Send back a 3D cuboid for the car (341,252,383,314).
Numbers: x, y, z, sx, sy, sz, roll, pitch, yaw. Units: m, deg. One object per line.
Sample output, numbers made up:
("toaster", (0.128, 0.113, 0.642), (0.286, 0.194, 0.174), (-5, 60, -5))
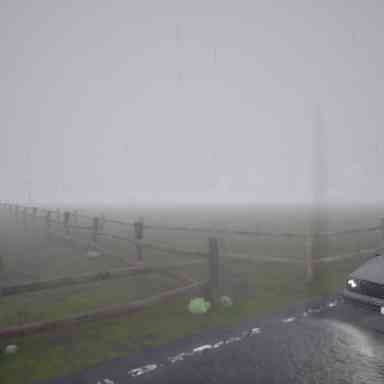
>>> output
("car", (5.344, 1.541, 6.882), (5.357, 1.411, 2.033), (0, 0, -36))
